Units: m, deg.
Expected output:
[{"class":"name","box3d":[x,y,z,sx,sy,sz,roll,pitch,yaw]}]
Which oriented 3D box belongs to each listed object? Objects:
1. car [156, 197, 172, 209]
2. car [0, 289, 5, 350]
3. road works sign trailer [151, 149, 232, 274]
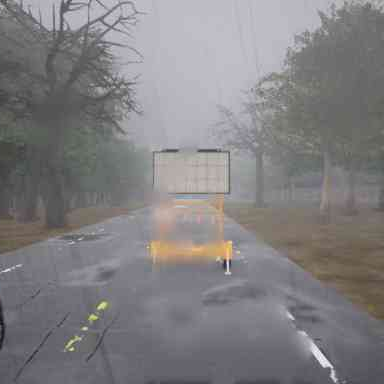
[{"class":"car","box3d":[-3.676,1.434,44.275,2.128,1.511,4.902,0,0,0]},{"class":"car","box3d":[-3.604,1.351,2.642,2.097,1.767,4.553,0,0,0]},{"class":"road works sign trailer","box3d":[-0.017,0.458,10.486,2.380,3.560,2.880,0,0,0]}]
